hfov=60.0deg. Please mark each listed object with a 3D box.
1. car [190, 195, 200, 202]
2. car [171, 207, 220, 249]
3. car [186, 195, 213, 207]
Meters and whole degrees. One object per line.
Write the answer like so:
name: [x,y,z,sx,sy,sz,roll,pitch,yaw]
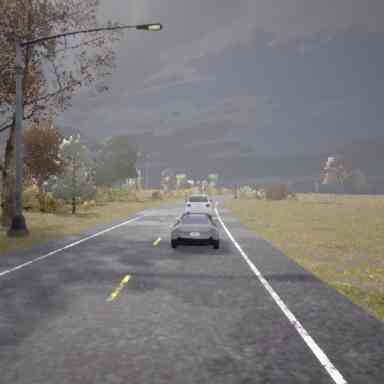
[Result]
car: [0.727,1.395,76.977,1.837,1.490,4.892,0,0,6]
car: [0.158,1.573,14.575,1.994,1.385,4.181,0,0,1]
car: [0.633,1.253,29.561,2.150,2.045,5.566,0,0,2]
